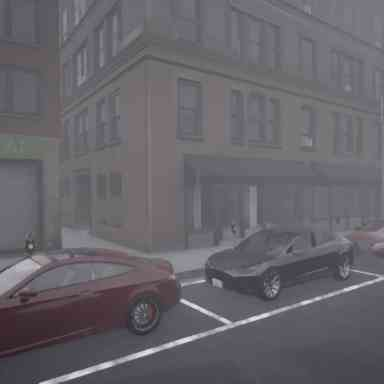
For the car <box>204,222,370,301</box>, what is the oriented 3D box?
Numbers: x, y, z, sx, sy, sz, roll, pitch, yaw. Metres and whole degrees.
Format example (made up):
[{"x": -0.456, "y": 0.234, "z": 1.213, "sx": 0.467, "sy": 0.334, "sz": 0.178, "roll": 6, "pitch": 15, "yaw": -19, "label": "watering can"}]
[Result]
[{"x": 2.310, "y": 1.562, "z": 8.307, "sx": 4.313, "sy": 1.339, "sz": 1.947, "roll": 0, "pitch": -1, "yaw": -35, "label": "car"}]

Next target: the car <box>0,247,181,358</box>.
[{"x": -2.133, "y": 1.578, "z": 5.138, "sx": 4.206, "sy": 1.307, "sz": 1.802, "roll": 0, "pitch": -1, "yaw": -35, "label": "car"}]

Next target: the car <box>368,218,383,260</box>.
[{"x": 6.754, "y": 1.578, "z": 11.477, "sx": 4.206, "sy": 1.307, "sz": 1.802, "roll": 0, "pitch": -1, "yaw": -35, "label": "car"}]
